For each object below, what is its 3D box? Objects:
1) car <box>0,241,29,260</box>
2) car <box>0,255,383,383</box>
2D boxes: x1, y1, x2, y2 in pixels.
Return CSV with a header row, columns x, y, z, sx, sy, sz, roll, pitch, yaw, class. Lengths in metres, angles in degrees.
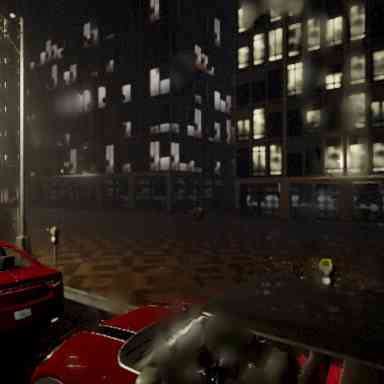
x,y,z,sx,sy,sz,roll,pitch,yaw,class
-4.091,1.493,5.788,4.507,1.381,1.887,1,0,35,car
0.548,1.432,2.493,4.097,1.590,1.967,1,0,35,car
